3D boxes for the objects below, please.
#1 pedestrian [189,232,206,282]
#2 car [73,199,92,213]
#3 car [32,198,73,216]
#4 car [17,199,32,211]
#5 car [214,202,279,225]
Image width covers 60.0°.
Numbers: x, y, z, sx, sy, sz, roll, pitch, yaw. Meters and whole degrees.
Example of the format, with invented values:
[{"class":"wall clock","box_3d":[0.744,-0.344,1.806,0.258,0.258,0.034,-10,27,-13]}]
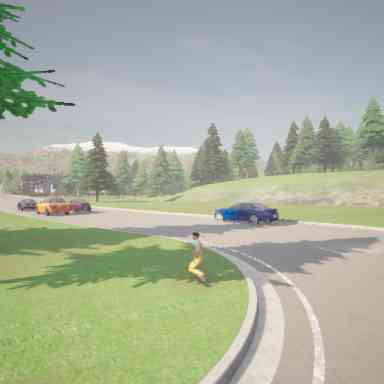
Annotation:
[{"class":"pedestrian","box_3d":[0.145,1.421,7.620,0.375,1.300,0.375,0,0,6]},{"class":"car","box_3d":[-12.724,1.526,37.011,1.812,1.442,4.674,0,0,-39]},{"class":"car","box_3d":[-13.891,1.352,32.979,2.097,1.767,4.553,0,0,-40]},{"class":"car","box_3d":[-19.924,1.547,40.348,2.033,1.411,5.357,0,0,-34]},{"class":"car","box_3d":[3.841,1.477,24.213,1.882,1.535,5.008,0,0,-45]}]
